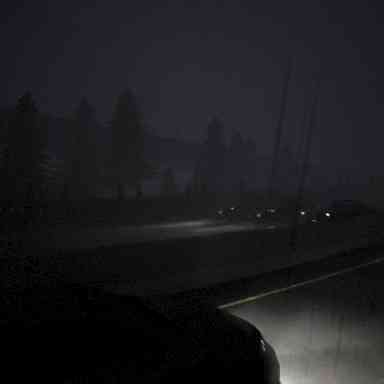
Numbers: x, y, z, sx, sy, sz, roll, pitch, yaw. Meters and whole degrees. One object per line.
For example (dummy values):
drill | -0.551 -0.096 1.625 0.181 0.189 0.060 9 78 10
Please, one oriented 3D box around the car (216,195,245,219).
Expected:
car | 3.912 0.999 23.976 4.902 1.511 2.128 -3 2 -35

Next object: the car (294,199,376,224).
car | 8.066 1.104 18.342 4.718 1.301 1.895 -3 2 -35

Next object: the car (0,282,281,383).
car | -1.154 1.566 2.923 4.181 1.385 1.994 0 0 -36

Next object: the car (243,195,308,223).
car | 5.938 1.000 21.122 4.902 1.511 2.128 -3 2 -35
